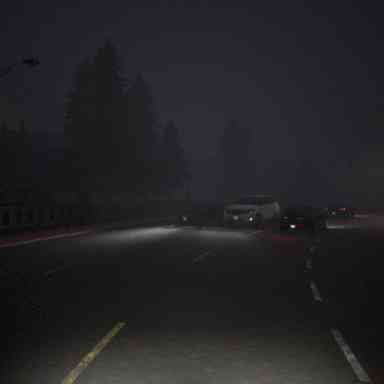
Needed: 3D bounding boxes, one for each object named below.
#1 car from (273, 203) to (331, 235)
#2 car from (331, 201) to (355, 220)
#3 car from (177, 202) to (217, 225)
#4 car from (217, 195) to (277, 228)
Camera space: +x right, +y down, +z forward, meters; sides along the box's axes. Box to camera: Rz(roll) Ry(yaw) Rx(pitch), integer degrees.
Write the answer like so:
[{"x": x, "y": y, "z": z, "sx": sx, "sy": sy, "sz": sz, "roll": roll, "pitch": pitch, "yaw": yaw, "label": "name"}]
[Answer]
[{"x": 6.416, "y": 1.500, "z": 19.042, "sx": 1.837, "sy": 1.490, "sz": 4.892, "roll": 0, "pitch": 0, "yaw": 31, "label": "car"}, {"x": 12.604, "y": 1.518, "z": 28.430, "sx": 1.812, "sy": 1.442, "sz": 4.674, "roll": 0, "pitch": 0, "yaw": 34, "label": "car"}, {"x": 0.814, "y": 1.484, "z": 23.834, "sx": 2.128, "sy": 1.511, "sz": 4.902, "roll": 0, "pitch": 0, "yaw": 32, "label": "car"}, {"x": 4.185, "y": 1.215, "z": 22.676, "sx": 2.150, "sy": 2.045, "sz": 5.566, "roll": 0, "pitch": 0, "yaw": 33, "label": "car"}]
